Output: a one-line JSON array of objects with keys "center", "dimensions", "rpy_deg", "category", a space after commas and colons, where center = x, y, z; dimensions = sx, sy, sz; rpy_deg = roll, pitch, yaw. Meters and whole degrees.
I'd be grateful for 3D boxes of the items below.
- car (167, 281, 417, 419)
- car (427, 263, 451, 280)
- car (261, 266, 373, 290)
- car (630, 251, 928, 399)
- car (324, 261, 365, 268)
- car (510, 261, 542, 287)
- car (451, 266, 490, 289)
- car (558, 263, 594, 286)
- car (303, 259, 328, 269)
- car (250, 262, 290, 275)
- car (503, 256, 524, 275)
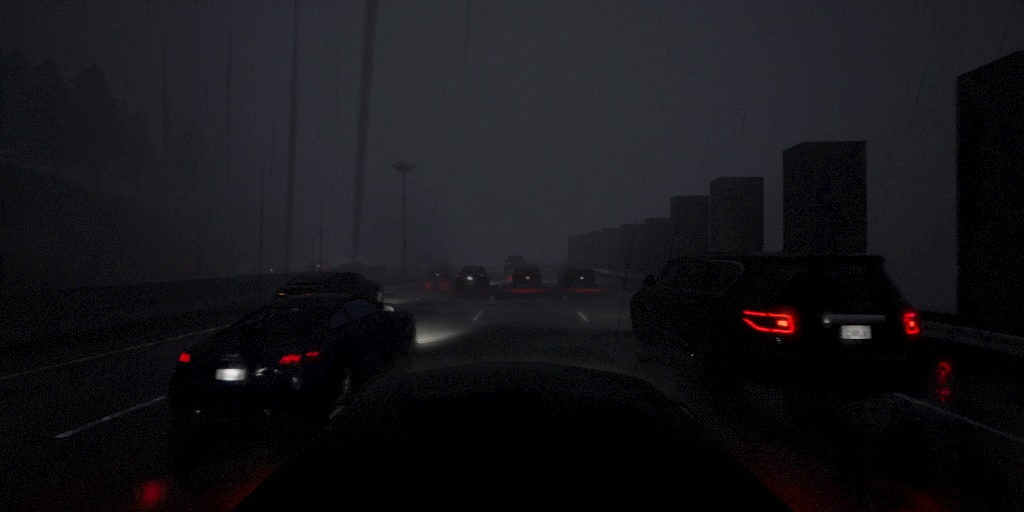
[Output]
[{"center": [-3.101, 1.328, 6.091], "dimensions": [1.994, 1.385, 4.181], "rpy_deg": [0, 0, 3], "category": "car"}, {"center": [-6.183, 1.337, 31.658], "dimensions": [1.812, 1.442, 4.674], "rpy_deg": [0, 0, -2], "category": "car"}, {"center": [-6.277, 1.287, 12.854], "dimensions": [1.837, 1.490, 4.892], "rpy_deg": [0, 0, 3], "category": "car"}, {"center": [3.949, 0.967, 6.672], "dimensions": [2.150, 2.045, 5.566], "rpy_deg": [0, -1, 2], "category": "car"}, {"center": [-17.157, 1.445, 37.028], "dimensions": [1.895, 1.301, 4.718], "rpy_deg": [0, 0, -4], "category": "car"}, {"center": [0.973, 1.263, 25.009], "dimensions": [1.882, 1.535, 5.008], "rpy_deg": [0, -1, 0], "category": "car"}, {"center": [-2.522, 1.354, 23.752], "dimensions": [1.994, 1.385, 4.181], "rpy_deg": [0, 0, 0], "category": "car"}, {"center": [4.468, 1.255, 25.420], "dimensions": [1.882, 1.535, 5.008], "rpy_deg": [0, 0, 0], "category": "car"}, {"center": [-25.066, 1.228, 46.305], "dimensions": [2.097, 1.767, 4.553], "rpy_deg": [0, 0, -7], "category": "car"}, {"center": [-28.109, 1.425, 41.949], "dimensions": [2.033, 1.411, 5.357], "rpy_deg": [0, 0, -6], "category": "car"}, {"center": [0.282, 1.031, 40.643], "dimensions": [2.150, 2.045, 5.566], "rpy_deg": [0, 0, -5], "category": "car"}]
